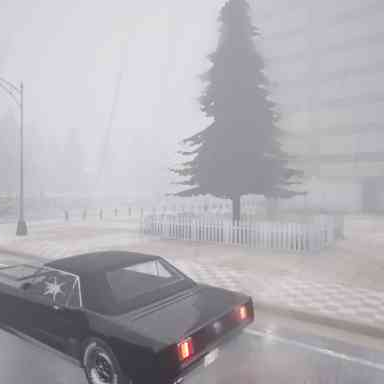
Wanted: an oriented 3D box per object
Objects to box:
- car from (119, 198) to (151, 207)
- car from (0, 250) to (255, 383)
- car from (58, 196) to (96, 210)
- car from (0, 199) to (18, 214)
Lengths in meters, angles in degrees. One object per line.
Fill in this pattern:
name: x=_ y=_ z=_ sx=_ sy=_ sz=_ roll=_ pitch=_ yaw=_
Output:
car: x=-8.538 y=1.547 z=50.412 sx=2.033 sy=1.411 sz=5.357 roll=0 pitch=0 yaw=36
car: x=-1.571 y=1.601 z=5.130 sx=4.718 sy=1.301 sz=1.895 roll=0 pitch=0 yaw=36
car: x=-14.550 y=1.352 z=42.086 sx=2.097 sy=1.767 sz=4.553 roll=0 pitch=0 yaw=36
car: x=-20.448 y=1.478 z=33.912 sx=1.882 sy=1.535 sz=5.008 roll=0 pitch=0 yaw=36
